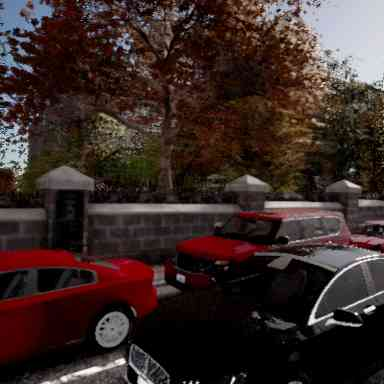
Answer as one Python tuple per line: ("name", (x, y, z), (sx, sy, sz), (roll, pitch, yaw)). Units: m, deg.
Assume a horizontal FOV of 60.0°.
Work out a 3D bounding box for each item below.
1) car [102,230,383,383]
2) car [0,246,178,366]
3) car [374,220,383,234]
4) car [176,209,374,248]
("car", (1.526, 1.534, 4.469), (4.892, 1.490, 1.837), (1, 0, -36))
("car", (-2.654, 1.548, 4.651), (4.507, 1.381, 1.887), (1, 1, -35))
("car", (6.337, 1.634, 11.068), (4.507, 1.381, 1.887), (1, 1, -35))
("car", (1.845, 1.362, 7.857), (5.009, 1.841, 2.192), (1, 1, -35))
